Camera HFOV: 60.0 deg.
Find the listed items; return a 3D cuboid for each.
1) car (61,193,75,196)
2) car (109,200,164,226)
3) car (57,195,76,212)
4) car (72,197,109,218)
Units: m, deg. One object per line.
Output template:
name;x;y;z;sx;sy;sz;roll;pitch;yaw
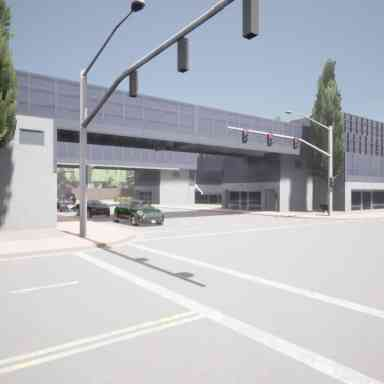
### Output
car;-23.706;1.221;63.055;2.150;2.045;5.566;0;0;-36
car;-3.820;1.352;23.514;2.097;1.767;4.553;0;0;-36
car;-14.846;1.492;38.674;2.128;1.511;4.902;0;0;-36
car;-9.268;1.478;31.001;1.882;1.535;5.008;0;0;-36
